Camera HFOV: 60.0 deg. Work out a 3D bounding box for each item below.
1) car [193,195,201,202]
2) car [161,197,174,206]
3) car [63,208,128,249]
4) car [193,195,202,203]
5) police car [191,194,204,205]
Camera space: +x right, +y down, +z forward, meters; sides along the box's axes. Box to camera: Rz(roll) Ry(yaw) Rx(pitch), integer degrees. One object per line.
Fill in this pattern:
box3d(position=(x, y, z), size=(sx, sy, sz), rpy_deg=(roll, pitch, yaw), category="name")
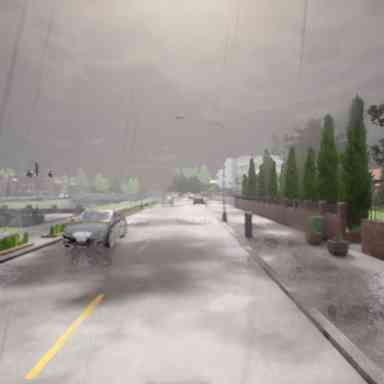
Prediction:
box3d(position=(1.220, 1.535, 77.516), size=(1.837, 1.490, 4.892), rpy_deg=(0, 0, 0), category="car")
box3d(position=(-4.048, 1.513, 55.262), size=(2.128, 1.511, 4.902), rpy_deg=(0, 0, 0), category="car")
box3d(position=(-4.096, 1.497, 14.766), size=(2.128, 1.511, 4.902), rpy_deg=(0, 0, 0), category="car")
box3d(position=(1.218, 1.505, 71.516), size=(1.882, 1.535, 5.008), rpy_deg=(0, 0, 0), category="car")
box3d(position=(1.216, 1.449, 61.626), size=(1.930, 1.638, 5.238), rpy_deg=(0, 0, 0), category="police car")
